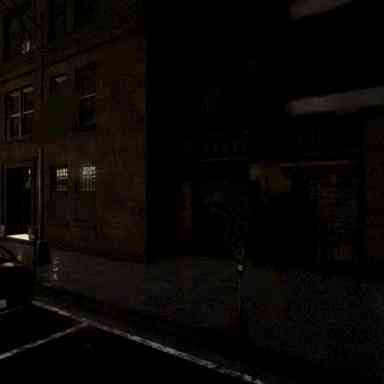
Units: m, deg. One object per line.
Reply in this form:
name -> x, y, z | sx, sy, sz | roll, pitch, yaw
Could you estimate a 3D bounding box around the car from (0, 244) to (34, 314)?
car -> -4.827, 1.551, 6.510 | 4.403, 1.369, 2.008 | 0, 0, 35
